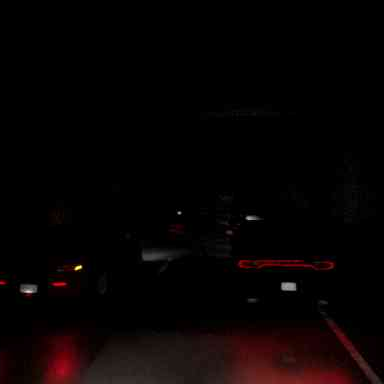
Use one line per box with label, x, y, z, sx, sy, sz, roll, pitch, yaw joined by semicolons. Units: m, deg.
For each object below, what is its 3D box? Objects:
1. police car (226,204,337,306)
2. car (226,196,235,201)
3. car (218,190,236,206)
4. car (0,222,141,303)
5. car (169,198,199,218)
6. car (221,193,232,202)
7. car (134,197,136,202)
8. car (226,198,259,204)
police car;1.865;1.326;8.052;1.930;1.638;5.238;0;1;6
car;3.560;1.245;23.852;1.812;1.442;4.674;0;1;6
car;4.557;0.721;43.871;2.150;2.045;5.566;0;1;7
car;-2.567;1.453;7.971;1.812;1.442;4.674;0;1;5
car;-0.648;1.222;26.335;1.837;1.490;4.892;0;1;6
car;6.059;0.861;58.035;1.812;1.442;4.674;0;1;6
car;-8.222;1.009;55.665;1.994;1.385;4.181;0;1;7
car;2.920;1.293;17.886;1.837;1.490;4.892;0;1;6
